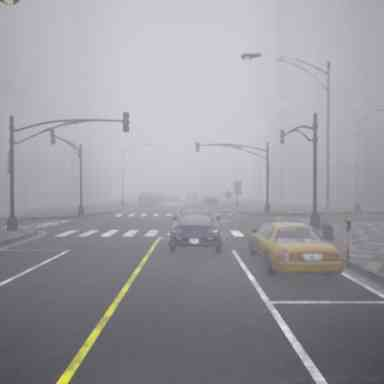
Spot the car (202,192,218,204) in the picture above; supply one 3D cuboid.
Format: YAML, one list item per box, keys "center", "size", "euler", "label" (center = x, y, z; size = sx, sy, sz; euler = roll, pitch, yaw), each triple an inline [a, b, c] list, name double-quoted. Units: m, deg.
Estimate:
- center: [2.784, 1.126, 47.850]
  size: [1.887, 1.381, 4.507]
  euler: [0, 0, 0]
  label: "car"

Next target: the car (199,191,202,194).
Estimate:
- center: [2.783, 0.970, 64.595]
  size: [1.752, 1.417, 4.829]
  euler: [0, 0, 0]
  label: "car"

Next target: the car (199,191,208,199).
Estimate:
- center: [2.781, 0.626, 81.000]
  size: [2.192, 1.841, 5.009]
  euler: [0, 0, 0]
  label: "car"

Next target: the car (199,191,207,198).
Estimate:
- center: [2.784, 1.035, 58.900]
  size: [1.887, 1.381, 4.507]
  euler: [0, 0, 0]
  label: "car"

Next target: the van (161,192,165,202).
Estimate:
- center: [-5.768, 0.832, 58.917]
  size: [1.690, 1.788, 3.998]
  euler: [0, 0, 0]
  label: "van"

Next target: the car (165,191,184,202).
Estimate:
- center: [-3.048, 0.993, 57.528]
  size: [2.128, 1.511, 4.902]
  euler: [0, 1, 0]
  label: "car"

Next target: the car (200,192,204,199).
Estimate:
- center: [2.784, 1.081, 53.375]
  size: [1.887, 1.381, 4.507]
  euler: [0, 0, 0]
  label: "car"

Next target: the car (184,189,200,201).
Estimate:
- center: [0.054, 0.786, 65.813]
  size: [2.097, 1.767, 4.553]
  euler: [0, 0, 1]
  label: "car"

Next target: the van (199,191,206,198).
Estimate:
- center: [2.781, 0.608, 86.525]
  size: [1.690, 1.788, 3.998]
  euler: [0, 0, 0]
  label: "van"

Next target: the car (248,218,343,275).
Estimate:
- center: [2.768, 1.434, 9.928]
  size: [1.752, 1.417, 4.829]
  euler: [0, 1, 0]
  label: "car"

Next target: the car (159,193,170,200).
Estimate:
- center: [-5.764, 0.983, 69.969]
  size: [1.802, 1.307, 4.206]
  euler: [0, 0, 0]
  label: "car"

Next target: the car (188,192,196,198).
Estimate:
- center: [0.012, 0.714, 77.562]
  size: [1.812, 1.442, 4.674]
  euler: [0, 0, 0]
  label: "car"

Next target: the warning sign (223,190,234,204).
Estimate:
- center: [5.079, 0.708, 46.461]
  size: [1.300, 1.860, 1.060]
  euler: [0, 1, 0]
  label: "warning sign"

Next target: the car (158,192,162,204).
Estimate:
- center: [-5.771, 1.126, 47.870]
  size: [1.887, 1.381, 4.507]
  euler: [0, 0, 0]
  label: "car"

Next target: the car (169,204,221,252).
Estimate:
- center: [0.181, 1.406, 13.135]
  size: [1.812, 1.442, 4.674]
  euler: [0, 1, 2]
  label: "car"

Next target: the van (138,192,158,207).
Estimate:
- center: [-5.773, 0.968, 42.343]
  size: [1.690, 1.788, 3.998]
  euler: [0, 0, 0]
  label: "van"
